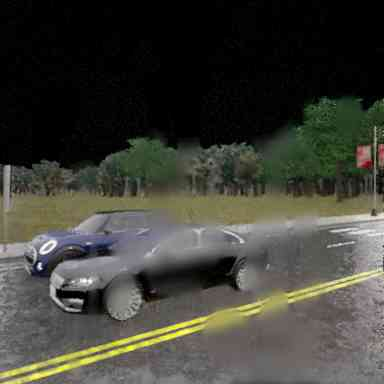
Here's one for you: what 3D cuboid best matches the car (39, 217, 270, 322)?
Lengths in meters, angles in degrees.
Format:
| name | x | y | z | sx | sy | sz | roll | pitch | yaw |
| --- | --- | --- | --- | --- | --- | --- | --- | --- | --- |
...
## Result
| name | x | y | z | sx | sy | sz | roll | pitch | yaw |
| --- | --- | --- | --- | --- | --- | --- | --- | --- | --- |
| car | -0.447 | 1.476 | 7.282 | 4.902 | 1.511 | 2.128 | 0 | 0 | -35 |

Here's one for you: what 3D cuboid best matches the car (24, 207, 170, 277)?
| name | x | y | z | sx | sy | sz | roll | pitch | yaw |
| --- | --- | --- | --- | --- | --- | --- | --- | --- | --- |
| car | -2.425 | 1.333 | 9.865 | 4.553 | 1.767 | 2.097 | 0 | 0 | -35 |

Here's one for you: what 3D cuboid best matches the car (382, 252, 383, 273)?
| name | x | y | z | sx | sy | sz | roll | pitch | yaw |
| --- | --- | --- | --- | --- | --- | --- | --- | --- | --- |
| car | 6.577 | 1.436 | 8.056 | 5.008 | 1.535 | 1.882 | 0 | 0 | -35 |
